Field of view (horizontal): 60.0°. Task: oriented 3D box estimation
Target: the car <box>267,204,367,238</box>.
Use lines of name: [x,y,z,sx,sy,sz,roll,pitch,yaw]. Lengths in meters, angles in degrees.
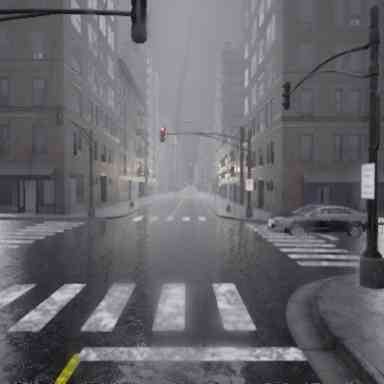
car: [6.198,1.366,16.304,4.902,1.511,2.128,1,1,-6]
